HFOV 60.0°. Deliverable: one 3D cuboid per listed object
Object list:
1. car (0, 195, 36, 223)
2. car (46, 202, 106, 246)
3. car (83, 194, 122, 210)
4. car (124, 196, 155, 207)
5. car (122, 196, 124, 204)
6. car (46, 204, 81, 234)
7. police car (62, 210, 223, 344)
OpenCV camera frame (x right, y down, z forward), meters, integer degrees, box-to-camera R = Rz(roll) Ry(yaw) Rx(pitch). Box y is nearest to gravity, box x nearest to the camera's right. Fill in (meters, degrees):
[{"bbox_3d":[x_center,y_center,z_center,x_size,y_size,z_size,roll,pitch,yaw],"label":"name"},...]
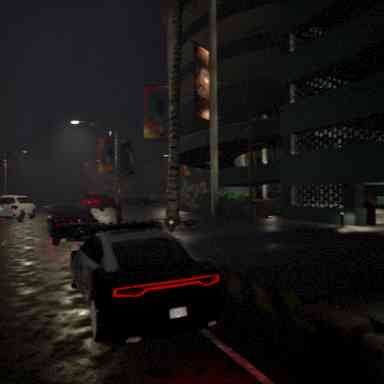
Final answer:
[{"bbox_3d":[-14.174,1.293,26.530,2.150,2.045,5.566,-1,0,-11],"label":"car"},{"bbox_3d":[-5.653,1.486,15.665,1.882,1.535,5.008,-1,0,-26],"label":"car"},{"bbox_3d":[-10.780,1.210,39.395,2.150,2.045,5.566,-1,0,12],"label":"car"},{"bbox_3d":[-7.397,1.392,49.490,1.882,1.535,5.008,-1,0,29],"label":"car"},{"bbox_3d":[-12.228,1.479,61.017,2.033,1.411,5.357,-1,0,38],"label":"car"},{"bbox_3d":[-8.027,1.545,20.709,1.812,1.442,4.674,-1,0,-22],"label":"car"},{"bbox_3d":[-1.320,1.413,6.774,1.930,1.638,5.238,-1,0,-26],"label":"police car"}]
